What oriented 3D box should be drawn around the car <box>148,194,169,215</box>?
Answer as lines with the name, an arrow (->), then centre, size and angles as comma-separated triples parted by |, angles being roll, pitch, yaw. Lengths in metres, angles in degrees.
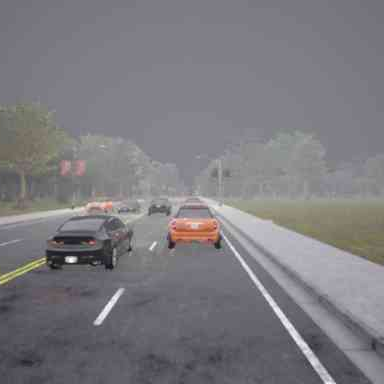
car -> -3.151, 1.366, 33.580 | 2.097, 1.767, 4.553 | 0, 0, 0

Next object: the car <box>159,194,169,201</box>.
car -> -6.503, 1.241, 77.322 | 2.097, 1.767, 4.553 | 0, 0, 0

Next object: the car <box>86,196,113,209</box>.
car -> -9.836, 1.367, 35.938 | 2.097, 1.767, 4.553 | 0, 0, 0

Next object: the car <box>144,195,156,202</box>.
car -> -9.753, 1.411, 77.291 | 2.128, 1.511, 4.902 | 0, 0, 0

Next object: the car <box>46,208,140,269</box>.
car -> -3.152, 1.510, 11.089 | 1.837, 1.490, 4.892 | 0, 0, 0

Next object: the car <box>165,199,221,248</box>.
car -> 0.099, 1.359, 15.024 | 2.097, 1.767, 4.553 | 0, 0, 0

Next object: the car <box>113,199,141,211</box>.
car -> -6.589, 1.519, 35.025 | 1.837, 1.490, 4.892 | 0, 0, 0
